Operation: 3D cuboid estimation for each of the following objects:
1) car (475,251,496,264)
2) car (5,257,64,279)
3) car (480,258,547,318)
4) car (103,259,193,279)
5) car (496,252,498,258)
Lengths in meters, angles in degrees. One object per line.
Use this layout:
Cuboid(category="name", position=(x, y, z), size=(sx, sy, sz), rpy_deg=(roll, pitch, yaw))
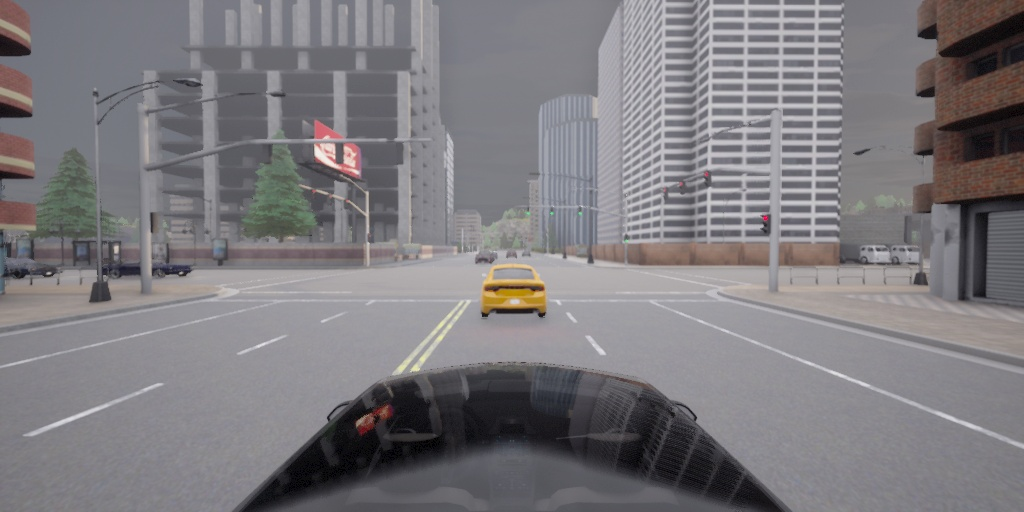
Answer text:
Cuboid(category="car", position=(-3.627, 0.107, 46.806), size=(2.097, 1.767, 4.553), rpy_deg=(0, 1, 0))
Cuboid(category="car", position=(-34.226, 0.796, 24.424), size=(5.357, 1.411, 2.033), rpy_deg=(0, 1, 0))
Cuboid(category="car", position=(-0.014, 1.002, 11.946), size=(1.882, 1.535, 5.008), rpy_deg=(0, 1, -2))
Cuboid(category="car", position=(-24.788, 0.848, 24.483), size=(4.718, 1.301, 1.895), rpy_deg=(0, 1, 0))
Cuboid(category="car", position=(-3.609, 0.043, 56.017), size=(2.128, 1.511, 4.902), rpy_deg=(0, 1, 0))
